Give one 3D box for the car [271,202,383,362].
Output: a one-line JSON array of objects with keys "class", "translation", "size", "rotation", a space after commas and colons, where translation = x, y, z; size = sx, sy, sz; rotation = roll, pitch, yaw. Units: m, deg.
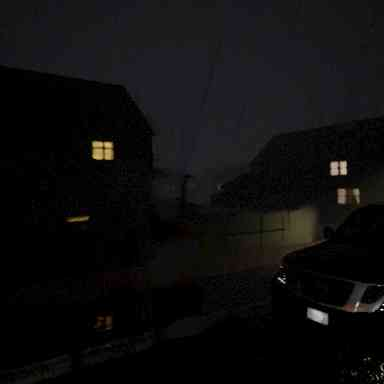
[{"class": "car", "translation": [3.847, 1.209, 5.778], "size": [5.566, 2.045, 2.150], "rotation": [0, 0, -35]}]
